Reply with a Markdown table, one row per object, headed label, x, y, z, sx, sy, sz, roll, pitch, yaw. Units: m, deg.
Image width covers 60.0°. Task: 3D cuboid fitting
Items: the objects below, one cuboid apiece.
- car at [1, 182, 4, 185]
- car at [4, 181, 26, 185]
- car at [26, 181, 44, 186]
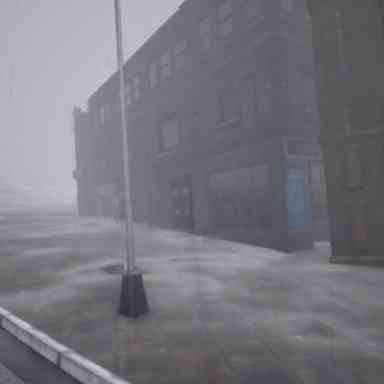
| label | x | y | z | sx | sy | sz | roll | pitch | yaw |
| --- | --- | --- | --- | --- | --- | --- | --- | --- | --- |
| car | -46.056 | -1.944 | 75.483 | 2.002 | 1.452 | 4.674 | -5 | -3 | 27 |
| car | -43.640 | -1.878 | 80.477 | 2.097 | 1.535 | 5.008 | -5 | -3 | 26 |
| car | -41.347 | -1.889 | 85.504 | 2.185 | 1.767 | 4.553 | -5 | -3 | 25 |
